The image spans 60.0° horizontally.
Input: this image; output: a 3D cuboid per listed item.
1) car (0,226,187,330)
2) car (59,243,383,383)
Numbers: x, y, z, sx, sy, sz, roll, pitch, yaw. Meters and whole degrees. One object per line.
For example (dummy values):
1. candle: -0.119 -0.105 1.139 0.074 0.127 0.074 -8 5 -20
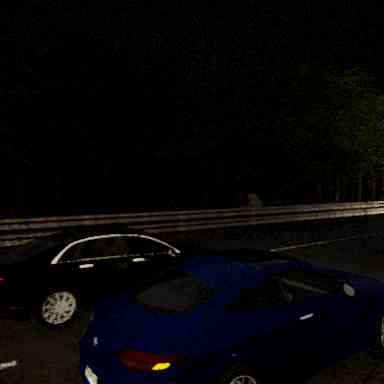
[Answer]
1. car: -1.544 1.489 6.937 4.892 1.490 1.837 0 0 -35
2. car: 0.941 1.507 4.412 4.674 1.442 1.812 0 0 -35
